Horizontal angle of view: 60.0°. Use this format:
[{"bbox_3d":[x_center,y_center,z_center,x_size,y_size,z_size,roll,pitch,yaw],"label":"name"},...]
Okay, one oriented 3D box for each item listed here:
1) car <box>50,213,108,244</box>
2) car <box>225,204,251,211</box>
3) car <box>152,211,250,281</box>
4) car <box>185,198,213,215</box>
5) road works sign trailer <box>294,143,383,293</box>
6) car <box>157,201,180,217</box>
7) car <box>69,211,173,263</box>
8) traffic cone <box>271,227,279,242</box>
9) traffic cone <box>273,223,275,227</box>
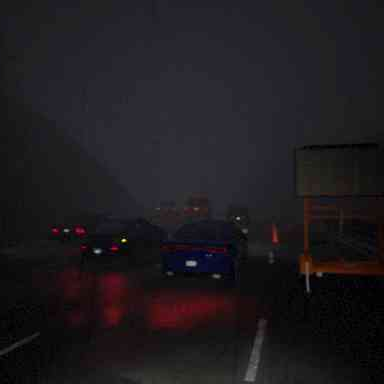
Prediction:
[{"bbox_3d":[-4.953,1.767,16.994,2.033,1.411,5.357,0,-1,12],"label":"car"},{"bbox_3d":[3.860,1.788,27.993,1.837,1.490,4.892,0,-1,7],"label":"car"},{"bbox_3d":[0.623,1.588,10.361,1.882,1.535,5.008,0,-1,15],"label":"car"},{"bbox_3d":[0.649,1.552,30.520,2.150,2.045,5.566,0,-1,6],"label":"car"},{"bbox_3d":[3.958,0.537,8.862,2.380,3.560,2.880,-1,-1,12],"label":"road works sign trailer"},{"bbox_3d":[-2.484,1.761,35.858,2.097,1.767,4.553,0,-1,4],"label":"car"},{"bbox_3d":[-2.407,1.681,12.684,1.812,1.442,4.674,0,0,14],"label":"car"},{"bbox_3d":[4.027,2.106,16.001,0.340,0.580,0.340,-1,-1,12],"label":"traffic cone"},{"bbox_3d":[4.459,2.124,17.954,0.340,0.580,0.340,-1,-1,12],"label":"traffic cone"}]
